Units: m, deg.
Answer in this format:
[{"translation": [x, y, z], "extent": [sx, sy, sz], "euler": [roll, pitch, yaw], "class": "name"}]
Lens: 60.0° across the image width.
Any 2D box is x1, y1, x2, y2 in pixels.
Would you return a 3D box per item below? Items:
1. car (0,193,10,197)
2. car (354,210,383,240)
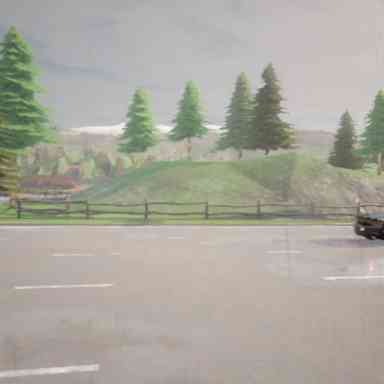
[{"translation": [-32.329, 0.161, 57.441], "extent": [4.181, 1.385, 1.994], "euler": [2, 1, 33], "class": "car"}, {"translation": [9.812, 1.490, 14.849], "extent": [5.008, 1.535, 1.882], "euler": [1, 1, -10], "class": "car"}]
